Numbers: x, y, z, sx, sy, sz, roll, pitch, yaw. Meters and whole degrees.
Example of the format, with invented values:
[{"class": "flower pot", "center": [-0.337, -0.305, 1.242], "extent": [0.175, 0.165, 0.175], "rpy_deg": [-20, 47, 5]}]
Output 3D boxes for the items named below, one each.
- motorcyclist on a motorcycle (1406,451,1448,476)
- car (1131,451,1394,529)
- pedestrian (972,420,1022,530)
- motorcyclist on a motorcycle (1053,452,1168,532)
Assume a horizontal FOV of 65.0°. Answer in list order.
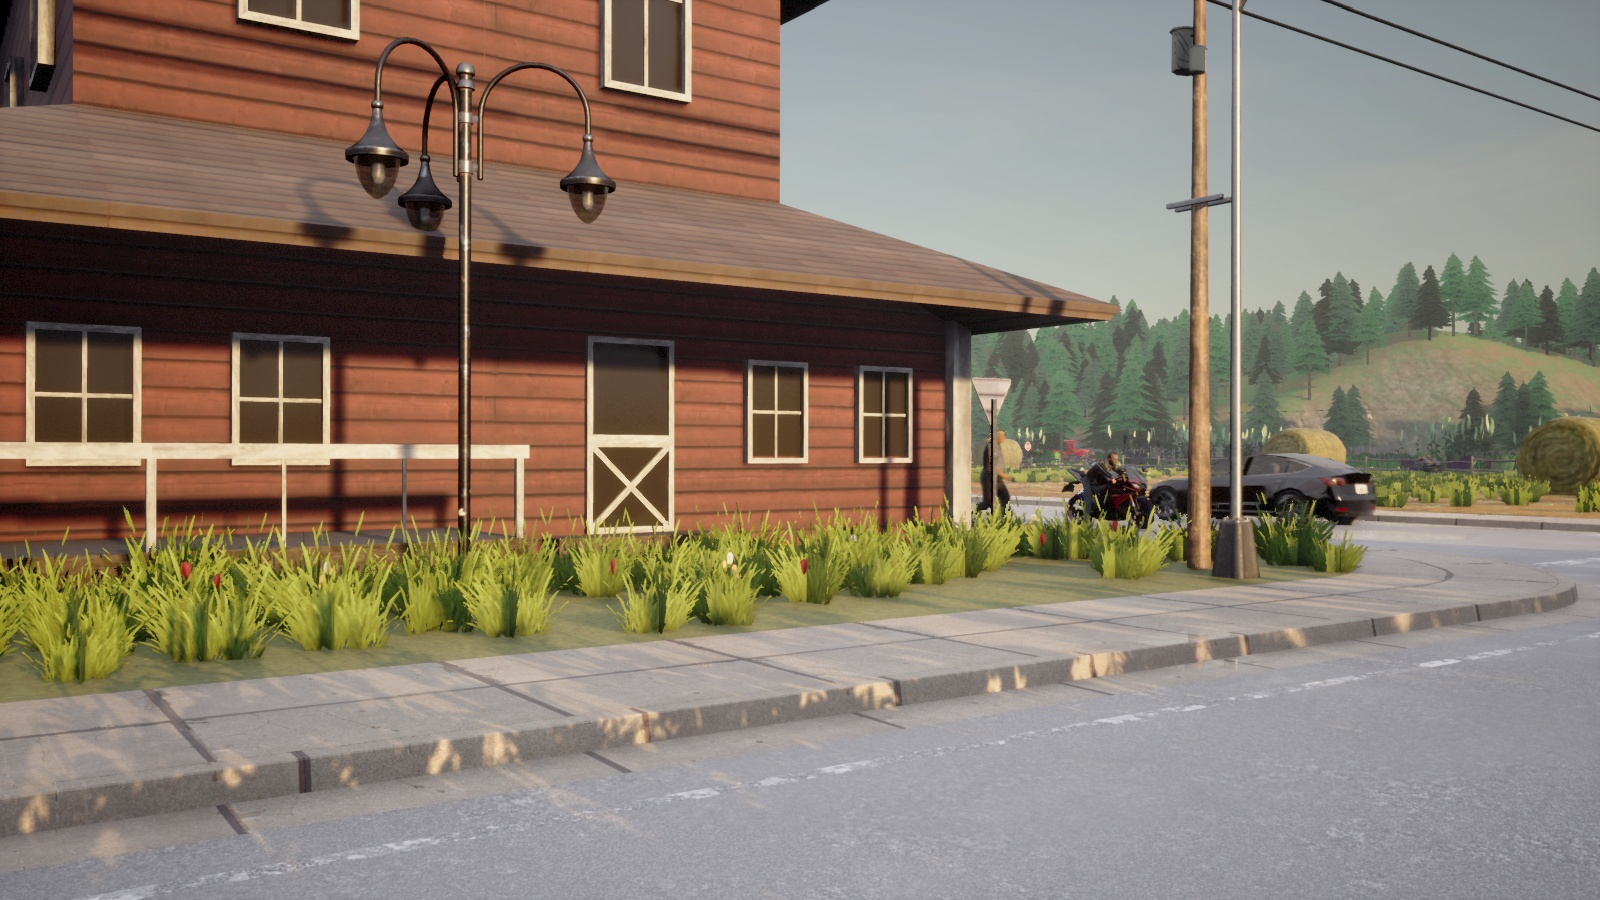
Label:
[{"class": "motorcyclist on a motorcycle", "center": [39.254, 0.854, 78.612], "extent": [0.866, 1.530, 2.191], "rpy_deg": [0, 0, -32]}, {"class": "car", "center": [9.580, 0.762, 26.397], "extent": [2.163, 1.488, 4.792], "rpy_deg": [0, 0, -36]}, {"class": "pedestrian", "center": [3.379, 0.426, 21.527], "extent": [0.694, 1.848, 0.540], "rpy_deg": [0, 0, 33]}, {"class": "motorcyclist on a motorcycle", "center": [6.203, 0.801, 25.174], "extent": [0.866, 1.530, 2.191], "rpy_deg": [0, 0, -36]}]
